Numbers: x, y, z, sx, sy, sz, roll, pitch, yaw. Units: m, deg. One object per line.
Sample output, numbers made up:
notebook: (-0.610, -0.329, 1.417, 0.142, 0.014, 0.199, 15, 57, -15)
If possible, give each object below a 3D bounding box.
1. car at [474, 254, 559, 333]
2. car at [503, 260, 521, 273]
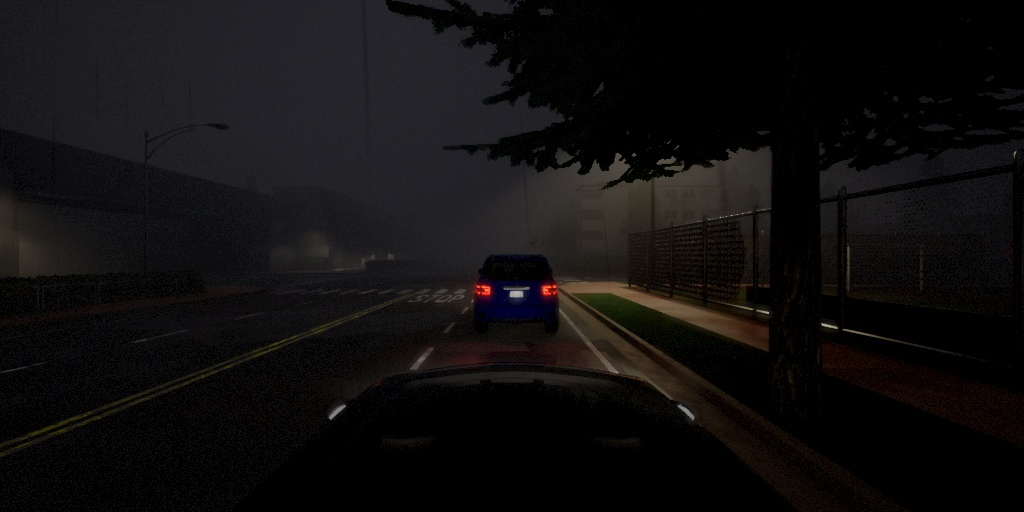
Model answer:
car: (0.113, 0.972, 10.933, 2.150, 2.045, 5.566, 0, 0, 0)
car: (0.013, 1.241, 45.770, 2.128, 1.511, 4.902, 0, 0, 0)
